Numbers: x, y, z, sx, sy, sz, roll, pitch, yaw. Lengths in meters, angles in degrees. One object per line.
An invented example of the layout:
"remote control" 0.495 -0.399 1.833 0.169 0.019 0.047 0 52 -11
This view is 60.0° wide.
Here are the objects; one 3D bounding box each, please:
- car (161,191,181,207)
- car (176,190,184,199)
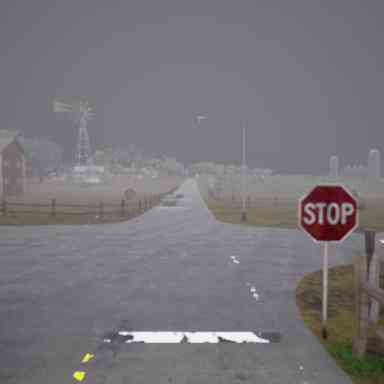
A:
"car" -2.781 1.068 43.010 1.837 1.490 4.892 0 2 0
"car" -2.669 0.417 64.692 1.882 1.535 5.008 0 1 0
